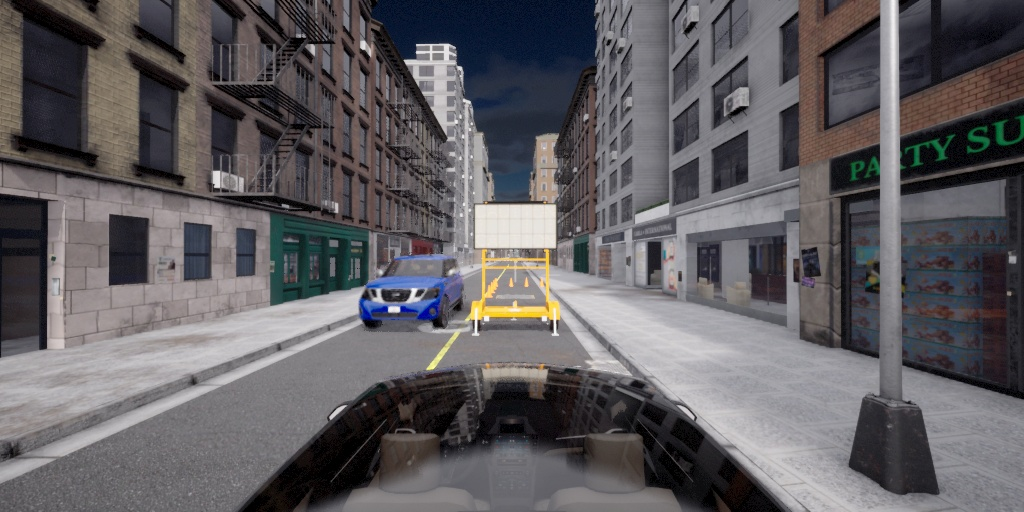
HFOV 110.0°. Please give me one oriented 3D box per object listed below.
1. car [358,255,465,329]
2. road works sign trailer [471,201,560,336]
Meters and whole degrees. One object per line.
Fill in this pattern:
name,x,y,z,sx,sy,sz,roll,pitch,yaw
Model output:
car,-2.893,0.971,11.645,2.150,2.045,5.566,0,0,1
road works sign trailer,0.102,0.214,10.421,2.380,3.560,2.880,0,0,1
